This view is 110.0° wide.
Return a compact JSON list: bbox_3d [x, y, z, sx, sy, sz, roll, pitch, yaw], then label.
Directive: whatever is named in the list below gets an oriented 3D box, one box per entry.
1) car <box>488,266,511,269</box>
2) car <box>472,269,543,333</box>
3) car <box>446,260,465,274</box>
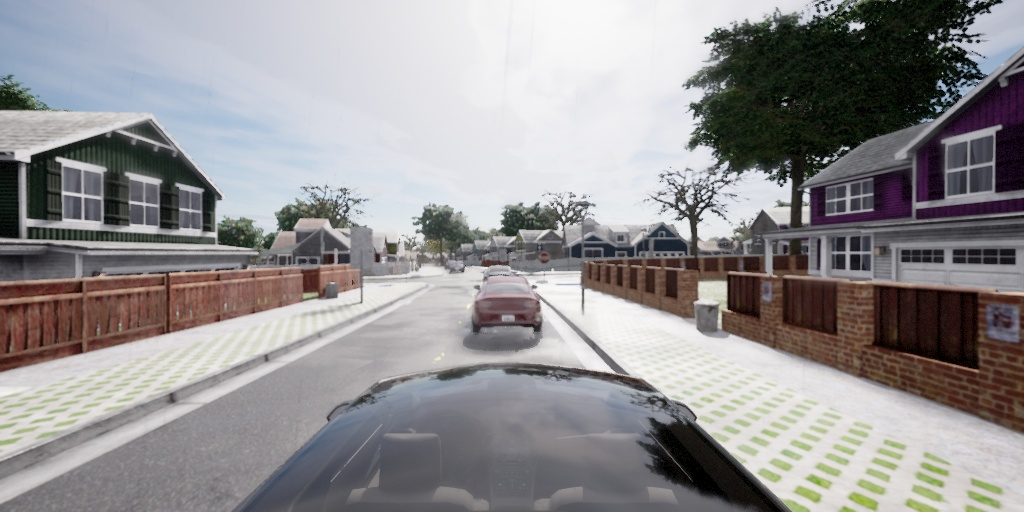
[{"bbox_3d":[-0.736,1.327,21.577,1.837,1.490,4.892,0,0,-2],"label":"car"},{"bbox_3d":[-0.174,1.304,10.750,1.812,1.442,4.674,0,0,-2],"label":"car"},{"bbox_3d":[-7.218,1.510,47.166,2.128,1.511,4.902,0,0,-11],"label":"car"}]
